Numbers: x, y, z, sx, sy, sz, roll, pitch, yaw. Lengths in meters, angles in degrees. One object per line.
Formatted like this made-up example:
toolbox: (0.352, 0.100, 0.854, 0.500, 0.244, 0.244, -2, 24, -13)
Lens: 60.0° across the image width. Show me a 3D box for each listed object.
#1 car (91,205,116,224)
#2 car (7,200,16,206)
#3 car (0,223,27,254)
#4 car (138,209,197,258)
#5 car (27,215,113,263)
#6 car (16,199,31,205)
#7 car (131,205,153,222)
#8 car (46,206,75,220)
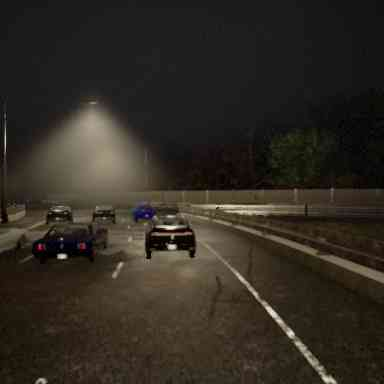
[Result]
car: (-7.598, 1.900, 28.738, 2.128, 1.511, 4.902, 0, -1, -15)
car: (-46.069, 2.590, 81.854, 5.008, 1.535, 1.882, -1, -1, 37)
car: (-7.857, 1.796, 12.422, 1.895, 1.301, 4.718, 0, -1, -7)
car: (-0.965, 1.676, 13.644, 2.128, 1.511, 4.902, 0, -1, -7)
car: (-4.372, 1.787, 12.738, 1.895, 1.301, 4.718, 0, -1, -7)
car: (-43.856, 2.616, 84.566, 5.008, 1.535, 1.882, -1, -1, 37)
car: (-4.534, 1.900, 30.766, 1.882, 1.535, 5.008, 0, 0, -16)
car: (-11.004, 1.903, 27.940, 2.128, 1.511, 4.902, 0, -1, -15)
